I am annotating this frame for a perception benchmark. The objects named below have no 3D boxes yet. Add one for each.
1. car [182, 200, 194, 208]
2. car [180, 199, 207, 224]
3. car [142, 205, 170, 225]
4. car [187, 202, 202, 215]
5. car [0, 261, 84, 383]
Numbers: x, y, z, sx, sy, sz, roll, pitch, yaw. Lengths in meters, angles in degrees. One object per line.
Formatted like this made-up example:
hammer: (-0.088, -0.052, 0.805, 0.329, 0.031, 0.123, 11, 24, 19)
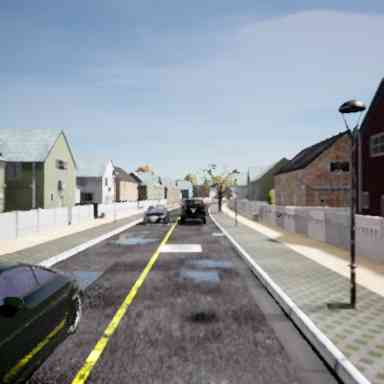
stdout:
car: (-0.811, 2.361, 68.150, 1.837, 1.490, 4.892, 0, -1, 5)
car: (0.125, 1.592, 28.754, 2.150, 2.045, 5.566, 0, 0, 0)
car: (-2.819, 1.838, 27.026, 2.128, 1.511, 4.902, 0, -1, 0)
car: (0.384, 2.054, 41.363, 1.812, 1.442, 4.674, 0, -1, 2)
car: (-2.852, 1.619, 4.072, 1.994, 1.385, 4.181, 0, -1, 0)
